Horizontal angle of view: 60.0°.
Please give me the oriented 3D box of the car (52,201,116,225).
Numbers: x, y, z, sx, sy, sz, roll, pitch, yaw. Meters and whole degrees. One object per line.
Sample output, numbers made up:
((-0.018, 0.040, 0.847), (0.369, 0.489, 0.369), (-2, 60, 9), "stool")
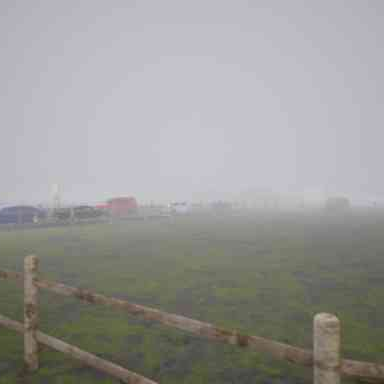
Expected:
((-8.901, 1.767, 27.175), (1.837, 1.490, 4.892), (0, 0, 36), "car")

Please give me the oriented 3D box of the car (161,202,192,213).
((-1.863, 1.935, 41.806), (1.812, 1.442, 4.674), (0, -1, 36), "car")

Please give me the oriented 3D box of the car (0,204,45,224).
((-13.810, 1.708, 25.379), (1.882, 1.535, 5.008), (0, -1, 35), "car")

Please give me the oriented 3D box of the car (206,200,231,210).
((4.018, 1.995, 49.817), (2.128, 1.511, 4.902), (0, -1, 37), "car")

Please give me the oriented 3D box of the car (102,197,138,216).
((-7.896, 1.538, 33.548), (2.150, 2.045, 5.566), (0, -1, 36), "car")
